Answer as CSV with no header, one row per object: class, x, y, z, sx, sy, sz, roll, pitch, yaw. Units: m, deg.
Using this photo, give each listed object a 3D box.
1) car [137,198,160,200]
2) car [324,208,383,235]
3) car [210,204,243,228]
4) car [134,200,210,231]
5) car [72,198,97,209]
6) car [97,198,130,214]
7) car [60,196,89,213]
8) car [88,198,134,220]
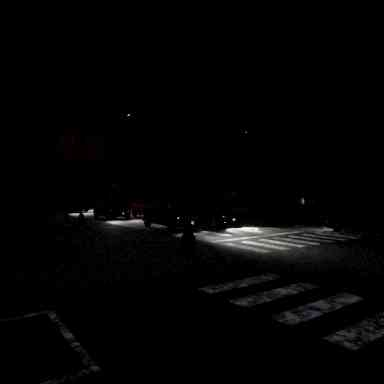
car,-3.540,1.313,29.248,2.097,1.767,4.553,0,0,-36
car,9.589,1.539,16.890,2.033,1.411,5.357,0,0,-36
car,1.446,1.538,22.303,1.994,1.385,4.181,0,0,-36
car,-1.407,1.469,20.706,2.128,1.511,4.902,0,0,-36
car,-14.430,1.534,44.475,1.895,1.301,4.718,0,0,-35
car,-8.669,1.473,36.404,1.812,1.442,4.674,0,0,-36
car,-13.118,1.495,37.009,2.033,1.411,5.357,0,0,-36
car,-6.898,1.468,28.352,1.837,1.490,4.892,0,0,-36
